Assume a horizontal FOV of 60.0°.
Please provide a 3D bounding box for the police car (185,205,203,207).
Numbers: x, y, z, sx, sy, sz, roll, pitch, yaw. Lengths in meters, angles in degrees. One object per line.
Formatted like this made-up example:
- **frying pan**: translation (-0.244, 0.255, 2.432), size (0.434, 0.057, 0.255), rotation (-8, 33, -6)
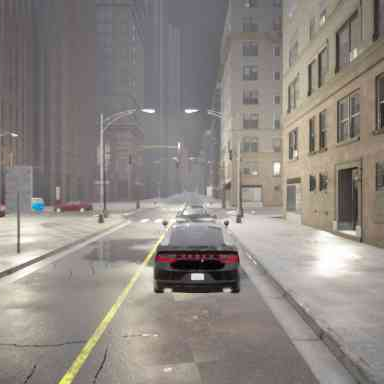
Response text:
- **police car**: translation (0.128, 1.509, 18.581), size (2.038, 1.542, 4.974), rotation (0, 0, 0)

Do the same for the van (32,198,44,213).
- **van**: translation (-19.567, 1.589, 39.185), size (3.998, 1.788, 1.690), rotation (-1, 0, 0)

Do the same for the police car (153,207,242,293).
- **police car**: translation (0.111, 1.427, 8.976), size (1.930, 1.638, 5.238), rotation (0, 0, 0)

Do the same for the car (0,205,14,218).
- **car**: translation (-19.599, 1.522, 30.659), size (5.009, 1.841, 2.192), rotation (-1, 0, 0)

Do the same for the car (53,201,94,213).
- **car**: translation (-13.941, 1.725, 39.160), size (4.507, 1.381, 1.887), rotation (-1, 0, 0)
